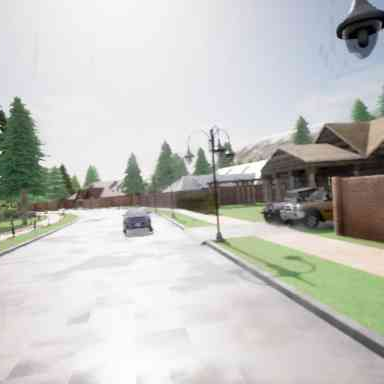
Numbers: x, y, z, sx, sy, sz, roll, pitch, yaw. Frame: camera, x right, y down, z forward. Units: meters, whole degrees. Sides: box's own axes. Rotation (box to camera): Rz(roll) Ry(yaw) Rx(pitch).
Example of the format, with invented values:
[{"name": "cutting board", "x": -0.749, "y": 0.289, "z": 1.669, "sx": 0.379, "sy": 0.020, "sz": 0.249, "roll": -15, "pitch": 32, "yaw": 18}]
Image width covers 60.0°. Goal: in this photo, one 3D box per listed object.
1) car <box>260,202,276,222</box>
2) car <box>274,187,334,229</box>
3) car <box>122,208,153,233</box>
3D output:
[{"name": "car", "x": 5.968, "y": 0.756, "z": 18.902, "sx": 3.866, "sy": 1.878, "sz": 1.905, "roll": -4, "pitch": 0, "yaw": -10}, {"name": "car", "x": 6.803, "y": 0.687, "z": 16.500, "sx": 4.605, "sy": 1.855, "sz": 1.932, "roll": -4, "pitch": 0, "yaw": -10}, {"name": "car", "x": -3.687, "y": 1.841, "z": 22.302, "sx": 1.812, "sy": 1.442, "sz": 4.674, "roll": -4, "pitch": 0, "yaw": -10}]
